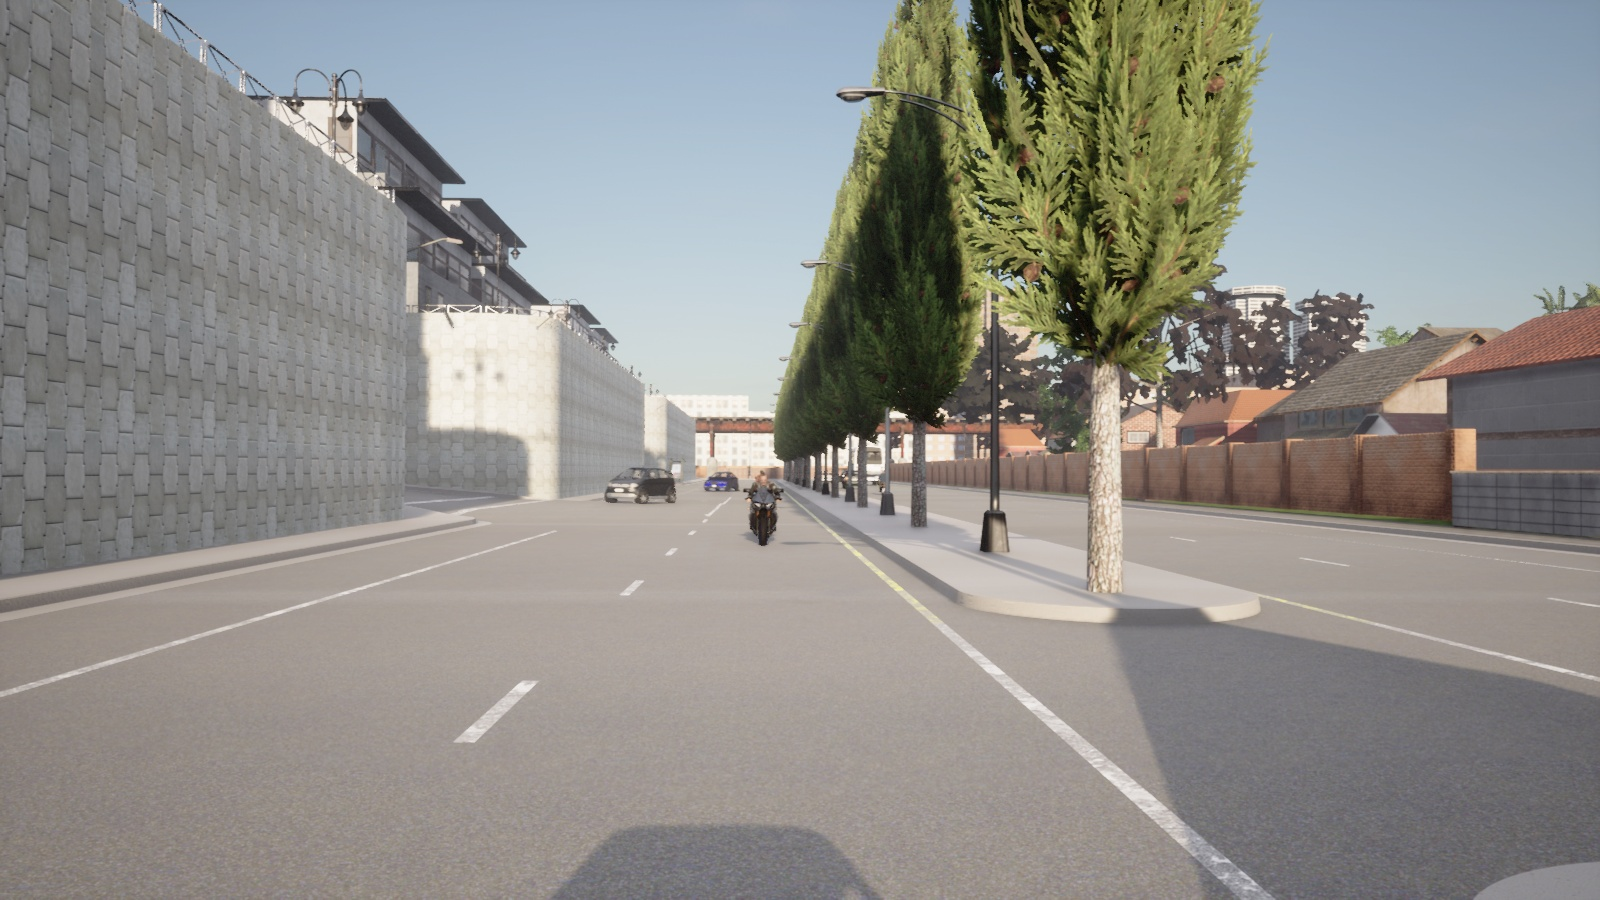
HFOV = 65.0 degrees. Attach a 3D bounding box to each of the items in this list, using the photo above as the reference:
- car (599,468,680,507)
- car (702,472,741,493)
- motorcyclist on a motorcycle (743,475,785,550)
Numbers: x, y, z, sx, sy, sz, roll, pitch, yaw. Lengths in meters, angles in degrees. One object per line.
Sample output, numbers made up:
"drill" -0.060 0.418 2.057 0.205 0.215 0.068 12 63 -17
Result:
"car" -6.791 1.559 53.477 1.789 1.549 3.705 1 0 23
"car" -5.729 2.371 91.983 1.816 1.474 4.193 0 -1 12
"motorcyclist on a motorcycle" -0.767 1.293 26.647 0.866 1.530 2.191 0 -1 -2
